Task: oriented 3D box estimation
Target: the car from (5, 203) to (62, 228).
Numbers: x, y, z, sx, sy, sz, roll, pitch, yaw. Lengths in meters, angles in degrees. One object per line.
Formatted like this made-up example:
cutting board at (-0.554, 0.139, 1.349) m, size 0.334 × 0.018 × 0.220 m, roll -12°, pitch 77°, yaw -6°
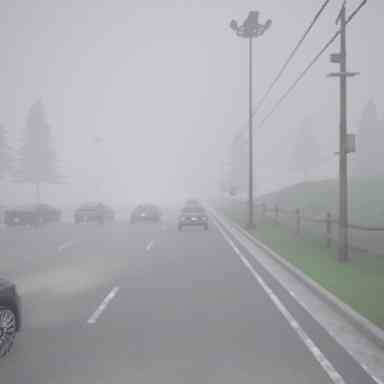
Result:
car at (-10.429, 1.485, 22.297) m, size 1.882 × 1.535 × 5.008 m, roll 0°, pitch 0°, yaw 0°

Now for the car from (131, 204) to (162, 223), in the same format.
car at (-3.433, 1.571, 25.534) m, size 1.994 × 1.385 × 4.181 m, roll 0°, pitch 0°, yaw 0°

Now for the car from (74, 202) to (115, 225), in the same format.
car at (-6.932, 1.499, 24.092) m, size 2.128 × 1.511 × 4.902 m, roll 0°, pitch 0°, yaw 0°

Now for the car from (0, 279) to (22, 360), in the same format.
car at (-3.432, 1.494, 2.973) m, size 2.128 × 1.511 × 4.902 m, roll 0°, pitch 0°, yaw 0°

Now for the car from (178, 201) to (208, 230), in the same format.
car at (0.073, 1.552, 21.302) m, size 2.033 × 1.411 × 5.357 m, roll 0°, pitch 0°, yaw 0°

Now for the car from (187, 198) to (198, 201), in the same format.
car at (0.046, 1.515, 41.183) m, size 1.837 × 1.490 × 4.892 m, roll 0°, pitch 1°, yaw 0°
